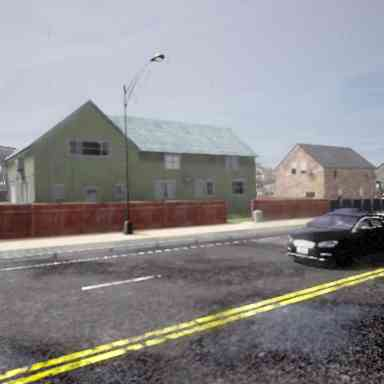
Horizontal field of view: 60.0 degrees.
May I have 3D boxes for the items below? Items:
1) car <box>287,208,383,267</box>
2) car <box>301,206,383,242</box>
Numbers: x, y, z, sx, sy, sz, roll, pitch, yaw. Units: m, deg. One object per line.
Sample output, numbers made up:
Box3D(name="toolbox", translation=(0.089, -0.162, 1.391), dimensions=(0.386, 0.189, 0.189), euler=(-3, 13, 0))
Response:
Box3D(name="car", translation=(5.327, 1.501, 11.466), dimensions=(4.902, 1.511, 2.128), euler=(0, 0, -35))
Box3D(name="car", translation=(8.309, 1.562, 17.572), dimensions=(5.357, 1.411, 2.033), euler=(0, 0, -35))
